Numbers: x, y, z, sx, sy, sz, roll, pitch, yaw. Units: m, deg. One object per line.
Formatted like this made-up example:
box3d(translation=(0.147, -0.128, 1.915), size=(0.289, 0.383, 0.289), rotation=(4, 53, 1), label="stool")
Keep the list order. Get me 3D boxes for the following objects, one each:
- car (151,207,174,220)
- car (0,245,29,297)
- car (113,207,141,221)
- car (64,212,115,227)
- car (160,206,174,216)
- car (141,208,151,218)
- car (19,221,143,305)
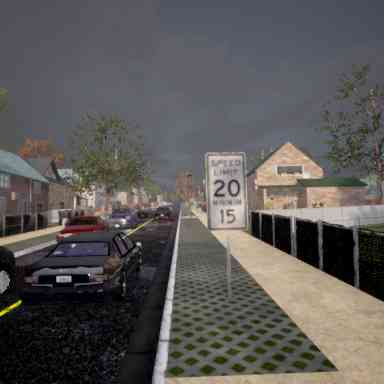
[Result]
box3d(translation=(-3.332, 2.456, 38.915), size=(1.882, 1.535, 5.008), rotation=(-1, -1, -1), label="car")
box3d(translation=(-5.363, 1.703, 6.437), size=(1.837, 1.490, 4.892), rotation=(-1, -2, 1), label="car")
box3d(translation=(-5.897, 2.116, 28.155), size=(2.097, 1.767, 4.553), rotation=(-1, -1, -2), label="car")
box3d(translation=(-5.583, 2.013, 17.600), size=(1.812, 1.442, 4.674), rotation=(-1, -2, -2), label="car")
box3d(translation=(-3.684, 2.846, 49.354), size=(1.895, 1.301, 4.718), rotation=(-1, -1, -2), label="car")
box3d(translation=(-6.268, 2.761, 43.606), size=(1.895, 1.301, 4.718), rotation=(-1, -1, -2), label="car")
box3d(translation=(-2.467, 1.737, 8.713), size=(2.033, 1.411, 5.357), rotation=(-1, -1, -2), label="car")
